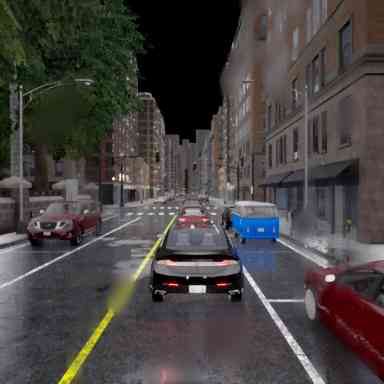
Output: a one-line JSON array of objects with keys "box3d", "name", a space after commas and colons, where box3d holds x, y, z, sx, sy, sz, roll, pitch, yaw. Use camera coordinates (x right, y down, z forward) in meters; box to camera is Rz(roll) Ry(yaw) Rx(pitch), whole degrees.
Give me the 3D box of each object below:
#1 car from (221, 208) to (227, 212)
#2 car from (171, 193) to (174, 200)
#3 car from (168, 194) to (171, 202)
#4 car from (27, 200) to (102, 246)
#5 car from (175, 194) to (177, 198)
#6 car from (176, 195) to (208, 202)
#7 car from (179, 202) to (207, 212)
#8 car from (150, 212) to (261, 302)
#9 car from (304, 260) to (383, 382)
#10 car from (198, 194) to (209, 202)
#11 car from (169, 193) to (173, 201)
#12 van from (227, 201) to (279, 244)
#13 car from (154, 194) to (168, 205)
[{"box3d": [2.849, 1.558, 21.233, 1.947, 1.339, 4.313, 0, 0, 0], "name": "car"}, {"box3d": [-5.696, 1.492, 75.571, 1.887, 1.381, 4.507, 0, 0, 0], "name": "car"}, {"box3d": [-5.692, 1.502, 64.669, 2.008, 1.369, 4.403, 0, 0, 0], "name": "car"}, {"box3d": [-5.675, 1.310, 15.530, 2.192, 1.841, 5.009, 0, 0, 0], "name": "car"}, {"box3d": [-5.700, 1.497, 86.472, 2.008, 1.369, 4.403, 0, 0, 0], "name": "car"}, {"box3d": [0.039, 1.338, 27.480, 2.097, 1.767, 4.553, 0, 0, 2], "name": "car"}, {"box3d": [0.097, 1.519, 18.523, 1.812, 1.442, 4.674, 0, 0, 0], "name": "car"}, {"box3d": [0.097, 1.490, 8.261, 2.128, 1.511, 4.902, 0, 0, 0], "name": "car"}, {"box3d": [2.854, 1.544, 4.252, 1.887, 1.381, 4.507, 0, 0, 0], "name": "car"}, {"box3d": [2.829, 1.387, 75.610, 1.967, 1.590, 4.097, 0, 0, 0], "name": "car"}, {"box3d": [-5.694, 1.493, 70.120, 1.887, 1.381, 4.507, 0, 0, 0], "name": "car"}, {"box3d": [2.850, 1.336, 15.573, 1.690, 1.788, 3.998, 0, 0, 0], "name": "van"}, {"box3d": [-5.690, 1.480, 59.049, 1.752, 1.417, 4.829, 0, 0, 0], "name": "car"}]
